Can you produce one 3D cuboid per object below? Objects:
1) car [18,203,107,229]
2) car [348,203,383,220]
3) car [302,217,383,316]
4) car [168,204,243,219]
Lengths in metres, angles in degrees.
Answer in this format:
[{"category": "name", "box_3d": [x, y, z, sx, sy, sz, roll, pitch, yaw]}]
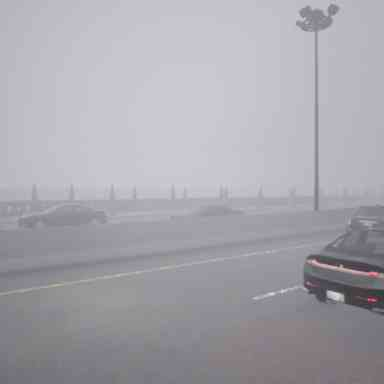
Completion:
[{"category": "car", "box_3d": [-7.655, 1.459, 20.023, 5.008, 1.535, 1.882, 0, 0, -35]}, {"category": "car", "box_3d": [8.525, 1.302, 14.109, 4.553, 1.767, 2.097, 0, 0, -35]}, {"category": "car", "box_3d": [4.305, 1.467, 6.810, 4.902, 1.511, 2.128, 0, 0, -35]}, {"category": "car", "box_3d": [1.041, 1.501, 21.916, 5.357, 1.411, 2.033, 0, 0, -35]}]
